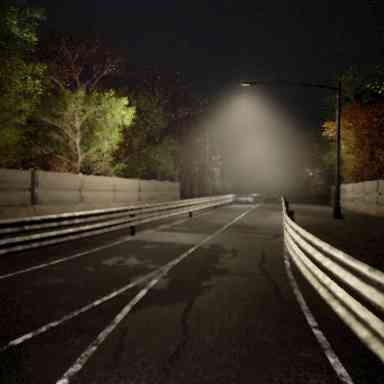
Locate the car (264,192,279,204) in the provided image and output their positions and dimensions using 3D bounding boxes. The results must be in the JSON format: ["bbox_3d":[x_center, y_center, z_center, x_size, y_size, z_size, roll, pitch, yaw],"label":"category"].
[{"bbox_3d":[12.506,0.853,52.387,2.097,1.767,4.553,1,0,15],"label":"car"}]

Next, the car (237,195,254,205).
[{"bbox_3d":[7.553,1.085,46.736,1.895,1.301,4.718,1,1,15],"label":"car"}]

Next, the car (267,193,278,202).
[{"bbox_3d":[15.072,0.994,61.977,1.837,1.490,4.892,1,0,15],"label":"car"}]
